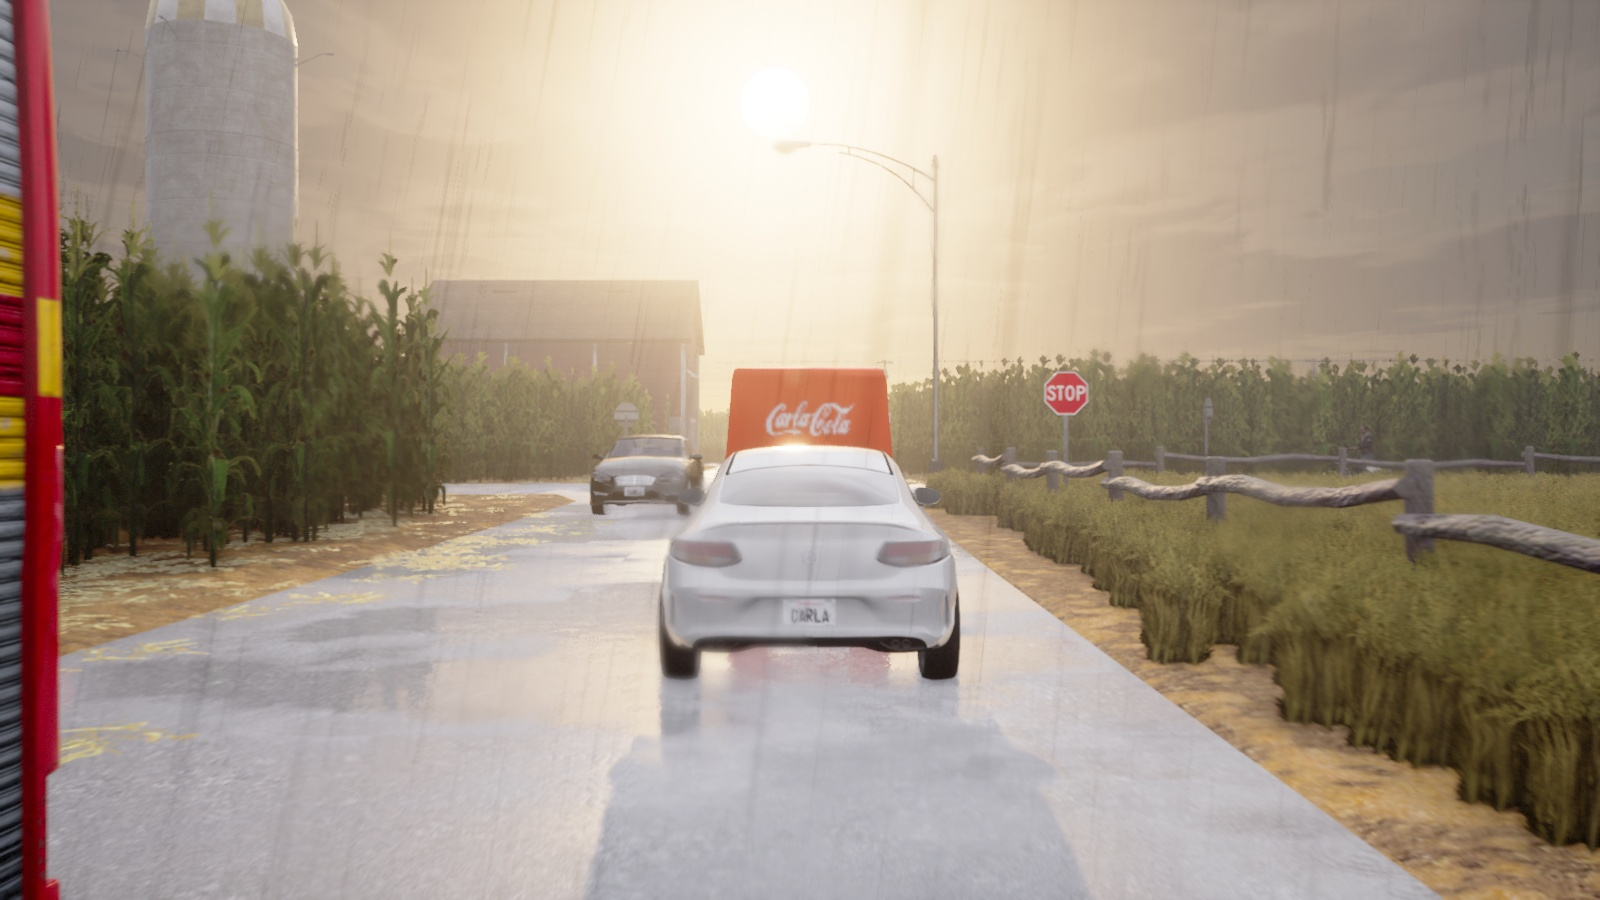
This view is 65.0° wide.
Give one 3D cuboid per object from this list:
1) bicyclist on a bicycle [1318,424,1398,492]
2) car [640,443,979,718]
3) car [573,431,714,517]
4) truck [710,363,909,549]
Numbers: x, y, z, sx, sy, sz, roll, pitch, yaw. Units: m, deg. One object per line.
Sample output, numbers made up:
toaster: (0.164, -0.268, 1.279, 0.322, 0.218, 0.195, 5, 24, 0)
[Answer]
bicyclist on a bicycle: (14.995, 0.215, 33.775, 1.843, 1.776, 0.659, 1, 0, 1)
car: (0.068, 0.687, 9.051, 1.812, 1.442, 4.674, 0, 1, 0)
car: (-2.938, 0.391, 24.721, 2.128, 1.511, 4.902, 0, 1, 0)
truck: (0.133, 0.041, 19.229, 2.627, 2.467, 5.204, 0, 1, 0)
